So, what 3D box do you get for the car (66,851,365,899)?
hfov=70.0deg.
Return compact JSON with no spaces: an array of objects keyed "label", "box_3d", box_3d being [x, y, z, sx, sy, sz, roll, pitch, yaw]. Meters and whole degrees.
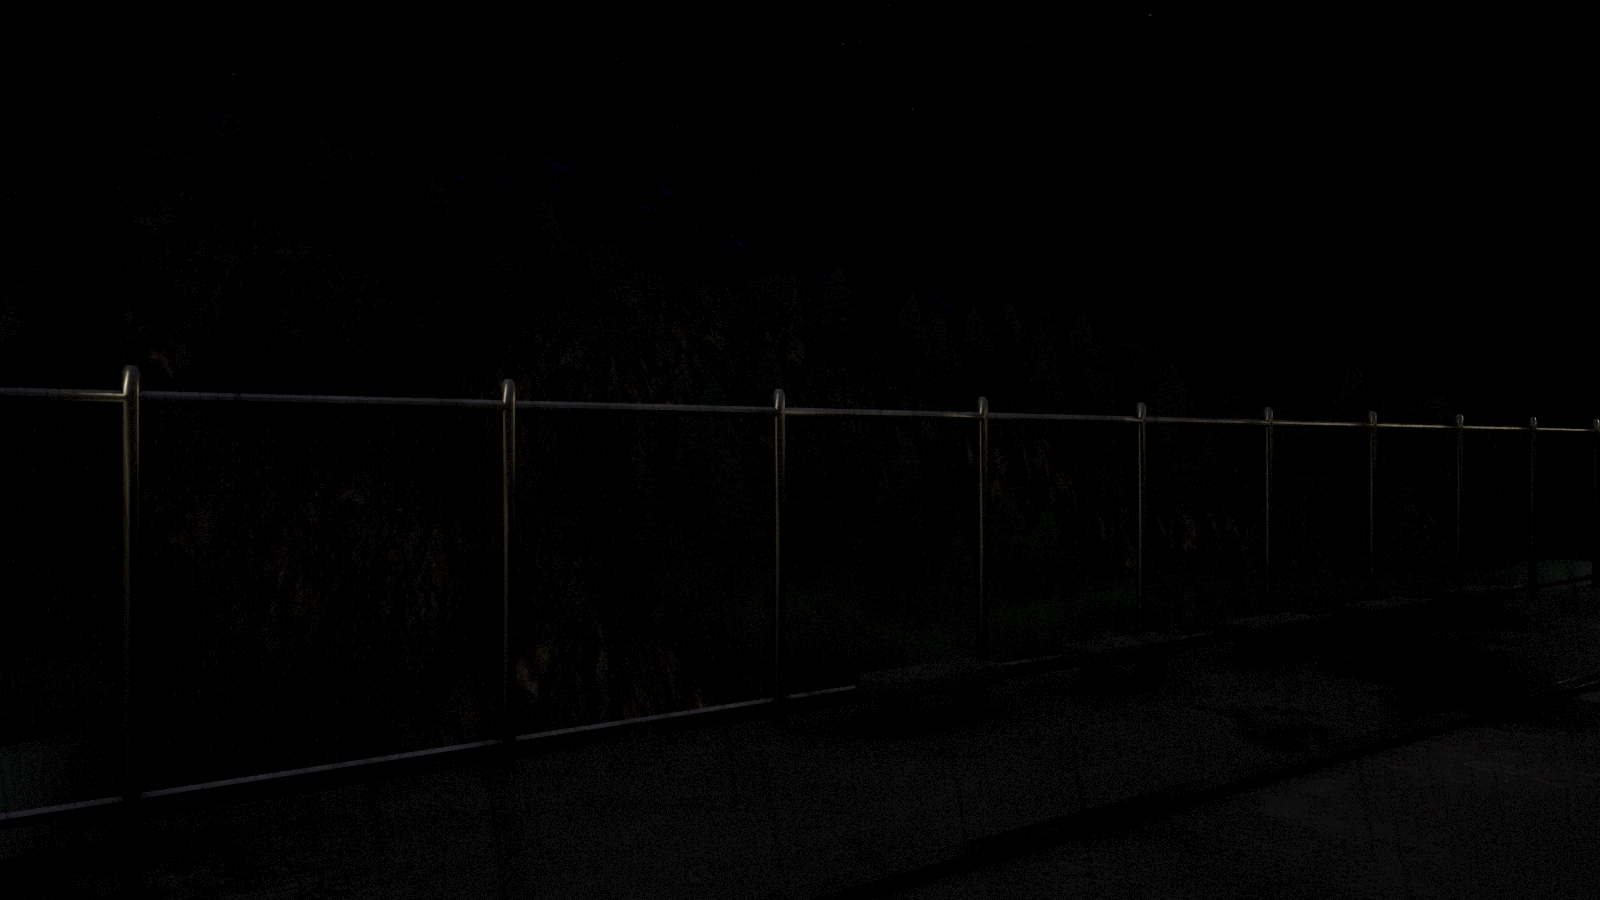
[{"label":"car","box_3d":[-3.168,2.155,2.156,4.718,1.301,1.895,0,0,-35]}]
